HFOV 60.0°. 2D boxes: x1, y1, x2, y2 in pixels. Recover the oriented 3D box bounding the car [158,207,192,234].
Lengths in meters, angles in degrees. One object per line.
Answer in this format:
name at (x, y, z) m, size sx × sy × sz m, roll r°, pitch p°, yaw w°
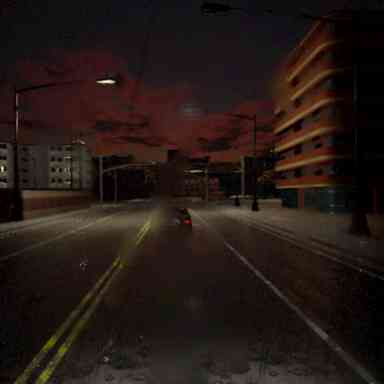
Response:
car at (-0.962, 1.566, 19.221) m, size 2.033 × 1.411 × 5.357 m, roll 0°, pitch 0°, yaw -3°
